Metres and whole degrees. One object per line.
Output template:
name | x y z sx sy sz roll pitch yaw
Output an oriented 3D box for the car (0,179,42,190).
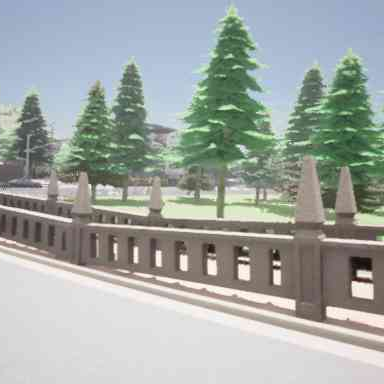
car | -22.590 -0.985 43.575 2.033 1.411 5.357 5 3 37
